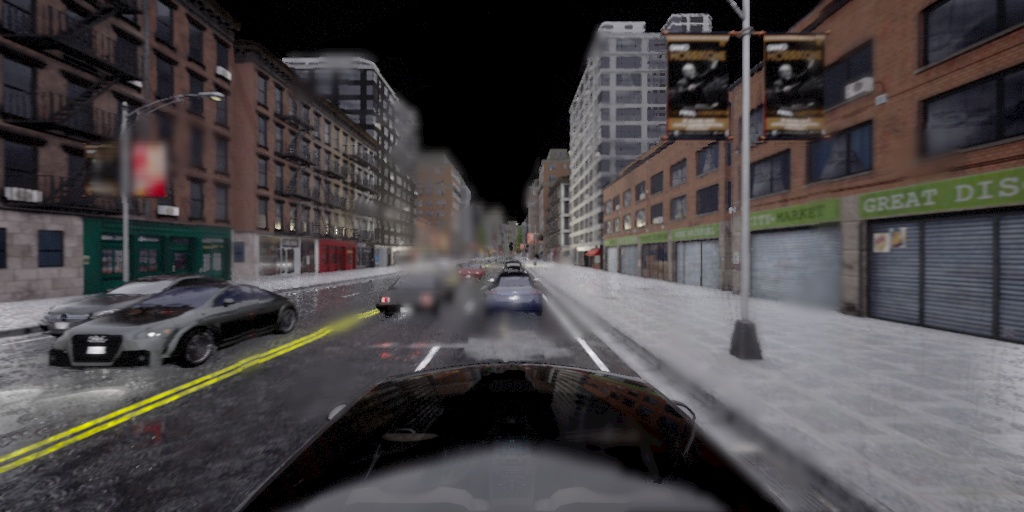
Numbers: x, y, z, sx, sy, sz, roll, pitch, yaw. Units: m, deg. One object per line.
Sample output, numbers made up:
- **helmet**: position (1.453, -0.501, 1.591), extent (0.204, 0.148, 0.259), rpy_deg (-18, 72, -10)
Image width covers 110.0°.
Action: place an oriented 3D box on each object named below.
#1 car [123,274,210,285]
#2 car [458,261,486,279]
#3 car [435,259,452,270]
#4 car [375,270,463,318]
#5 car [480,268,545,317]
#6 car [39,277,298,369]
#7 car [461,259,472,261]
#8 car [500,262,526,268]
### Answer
- **car**: position (-9.850, 1.266, 10.180), extent (1.812, 1.442, 4.674), rpy_deg (0, 0, 0)
- **car**: position (-3.151, 1.317, 29.348), extent (1.895, 1.301, 4.718), rpy_deg (0, 0, 0)
- **car**: position (-9.829, 1.199, 51.998), extent (1.812, 1.442, 4.674), rpy_deg (0, 0, 0)
- **car**: position (-3.153, 1.339, 12.941), extent (1.895, 1.301, 4.718), rpy_deg (0, 0, 0)
- **car**: position (0.098, 1.301, 13.203), extent (1.994, 1.385, 4.181), rpy_deg (0, 0, 0)
- **car**: position (-6.601, 1.307, 7.685), extent (1.994, 1.385, 4.181), rpy_deg (0, 0, 0)
- **car**: position (-6.573, 1.181, 51.390), extent (1.837, 1.490, 4.892), rpy_deg (0, 0, 0)
- **car**: position (0.092, 1.219, 30.857), extent (1.837, 1.490, 4.892), rpy_deg (0, 0, 0)
